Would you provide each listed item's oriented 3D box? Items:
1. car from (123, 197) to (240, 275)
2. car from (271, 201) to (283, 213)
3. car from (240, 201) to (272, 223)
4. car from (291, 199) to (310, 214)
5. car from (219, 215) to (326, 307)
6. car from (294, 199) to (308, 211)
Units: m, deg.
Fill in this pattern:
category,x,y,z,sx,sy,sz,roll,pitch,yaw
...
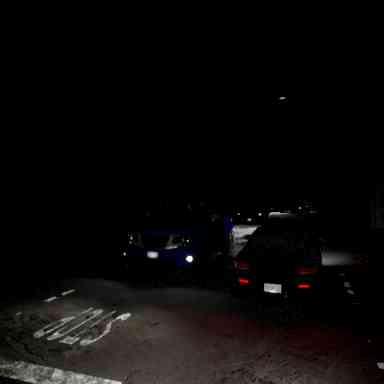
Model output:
category,x,y,z,sx,sy,sz,roll,pitch,yaw
car,-0.107,1.223,10.983,2.150,2.045,5.566,0,0,19
car,9.686,1.709,39.555,1.994,1.385,4.181,0,-1,19
car,4.645,1.613,24.953,1.895,1.301,4.718,0,0,19
car,12.204,1.693,37.380,1.994,1.385,4.181,0,-1,19
car,2.162,1.527,8.034,1.812,1.442,4.674,0,0,19
car,15.380,1.743,46.883,1.882,1.535,5.008,0,-1,19
